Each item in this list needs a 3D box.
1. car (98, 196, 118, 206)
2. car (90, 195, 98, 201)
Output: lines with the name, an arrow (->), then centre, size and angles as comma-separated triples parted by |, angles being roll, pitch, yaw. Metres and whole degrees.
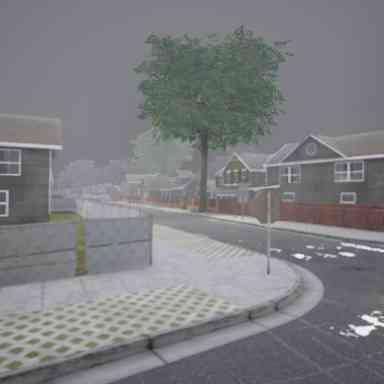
car -> -12.913, 1.656, 52.021 | 2.128, 1.511, 4.902 | 1, 0, -23
car -> -24.581, 1.697, 85.926 | 1.812, 1.442, 4.674 | 1, 0, -23
